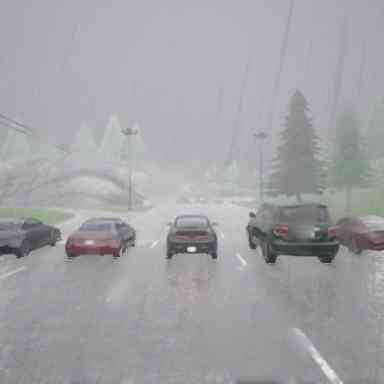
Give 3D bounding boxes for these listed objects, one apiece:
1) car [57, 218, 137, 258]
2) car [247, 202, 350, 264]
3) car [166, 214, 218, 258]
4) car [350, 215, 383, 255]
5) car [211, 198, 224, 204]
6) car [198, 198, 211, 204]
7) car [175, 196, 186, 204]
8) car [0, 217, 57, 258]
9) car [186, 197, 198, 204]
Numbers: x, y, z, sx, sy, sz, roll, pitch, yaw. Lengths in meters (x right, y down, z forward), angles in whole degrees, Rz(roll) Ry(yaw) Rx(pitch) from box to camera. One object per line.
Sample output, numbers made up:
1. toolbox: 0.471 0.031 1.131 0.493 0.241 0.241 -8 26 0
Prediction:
1. car: -3.491 1.718 13.423 1.994 1.385 4.181 0 -1 0
2. car: 3.501 1.369 12.567 2.150 2.045 5.566 0 0 0
3. car: 0.009 1.662 13.481 1.837 1.490 4.892 0 0 0
4. car: 7.013 1.684 13.874 1.812 1.442 4.674 0 0 0
5. car: 6.966 2.589 91.509 1.994 1.385 4.181 0 -1 2
6. car: 3.460 2.570 91.062 2.033 1.411 5.357 0 -1 2
7. car: -3.527 2.580 91.872 2.033 1.411 5.357 0 -1 2
8. car: -6.991 1.719 13.511 1.994 1.385 4.181 0 -1 0
9. car: -0.028 2.564 91.845 1.812 1.442 4.674 0 -1 2
